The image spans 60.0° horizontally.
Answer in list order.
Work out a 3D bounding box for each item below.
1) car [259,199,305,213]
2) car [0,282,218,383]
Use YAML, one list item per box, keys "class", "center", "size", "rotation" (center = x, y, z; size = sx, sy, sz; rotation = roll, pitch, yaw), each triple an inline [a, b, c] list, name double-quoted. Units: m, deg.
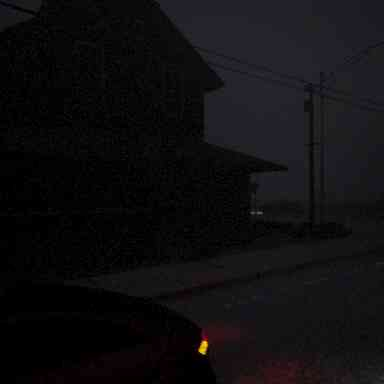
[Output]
- class: "car"
  center: [8.245, 1.375, 30.756]
  size: [1.994, 1.385, 4.181]
  rotation: [0, 0, -36]
- class: "car"
  center: [-1.820, 1.564, 2.663]
  size: [4.181, 1.385, 1.994]
  rotation: [-1, 0, -35]
